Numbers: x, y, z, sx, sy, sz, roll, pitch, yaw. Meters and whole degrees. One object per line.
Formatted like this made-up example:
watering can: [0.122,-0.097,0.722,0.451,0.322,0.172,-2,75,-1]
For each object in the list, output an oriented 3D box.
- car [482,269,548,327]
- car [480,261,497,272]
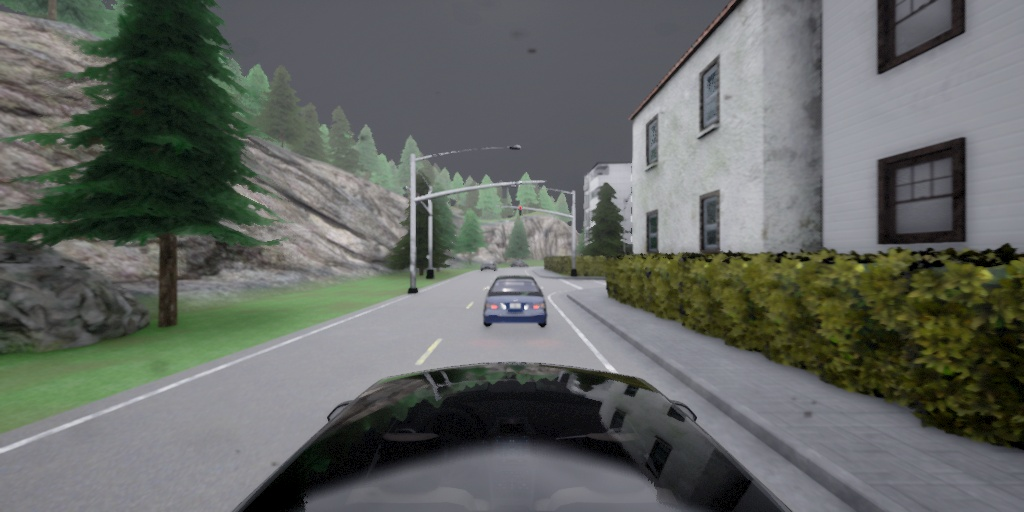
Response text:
car: [0.094,1.322,11.604,2.033,1.411,5.357,0,0,0]
car: [-3.194,1.436,49.692,1.994,1.385,4.181,0,0,4]
